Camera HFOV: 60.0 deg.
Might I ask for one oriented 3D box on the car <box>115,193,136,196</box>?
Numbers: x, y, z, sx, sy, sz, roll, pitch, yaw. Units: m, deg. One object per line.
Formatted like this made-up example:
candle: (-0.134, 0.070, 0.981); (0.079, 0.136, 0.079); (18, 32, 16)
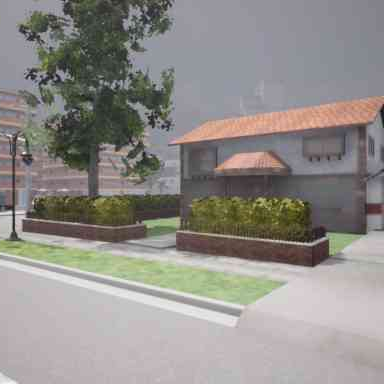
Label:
car: (-10.617, 1.221, 50.089); (2.150, 2.045, 5.566); (0, 0, 36)

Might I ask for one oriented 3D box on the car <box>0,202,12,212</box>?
car: (-21.589, 1.601, 35.037); (1.895, 1.301, 4.718); (0, 0, 33)
